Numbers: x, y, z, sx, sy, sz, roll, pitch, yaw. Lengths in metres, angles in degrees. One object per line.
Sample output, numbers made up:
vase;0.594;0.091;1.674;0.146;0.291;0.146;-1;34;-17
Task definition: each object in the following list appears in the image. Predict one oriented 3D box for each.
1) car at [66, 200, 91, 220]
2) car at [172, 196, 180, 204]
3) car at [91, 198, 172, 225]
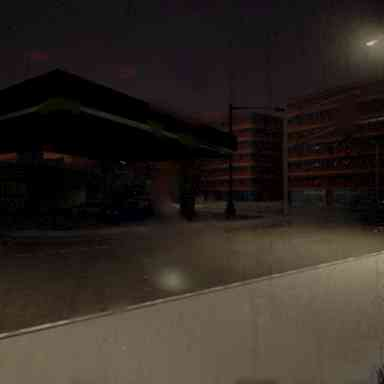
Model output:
car;-8.055;1.404;26.936;3.806;1.475;1.970;0;0;-35
car;-2.549;1.459;60.621;1.994;1.385;4.181;0;0;-36
car;-4.097;1.253;22.702;4.611;1.667;2.242;0;0;-35
